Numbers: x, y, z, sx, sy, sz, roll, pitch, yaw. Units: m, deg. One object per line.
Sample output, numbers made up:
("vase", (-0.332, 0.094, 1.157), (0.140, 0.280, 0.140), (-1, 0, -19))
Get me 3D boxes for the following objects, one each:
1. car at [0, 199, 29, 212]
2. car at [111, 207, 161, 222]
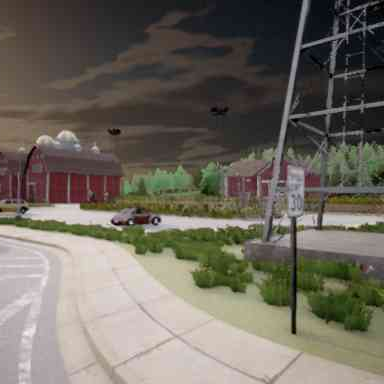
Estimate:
("car", (-21.747, 1.710, 39.219), (1.932, 1.855, 4.605), (0, -1, 39))
("car", (-4.191, 1.843, 25.176), (1.784, 1.438, 3.905), (0, -1, 39))
